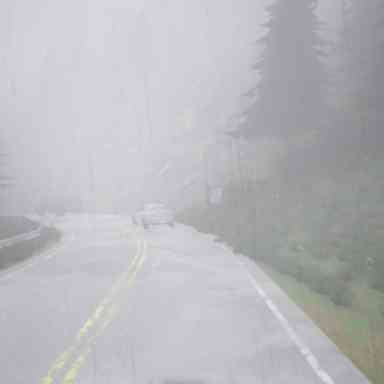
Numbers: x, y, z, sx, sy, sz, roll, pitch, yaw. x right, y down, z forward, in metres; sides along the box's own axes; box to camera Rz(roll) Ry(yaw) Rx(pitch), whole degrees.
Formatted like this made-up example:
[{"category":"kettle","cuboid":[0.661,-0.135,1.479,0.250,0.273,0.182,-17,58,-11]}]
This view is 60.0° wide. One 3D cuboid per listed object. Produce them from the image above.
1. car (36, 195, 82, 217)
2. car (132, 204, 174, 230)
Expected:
[{"category":"car","cuboid":[-13.793,1.438,34.414,5.566,2.045,2.150,-3,2,33]},{"category":"car","cuboid":[-2.536,1.473,21.155,1.812,1.442,4.674,-2,1,-22]}]
